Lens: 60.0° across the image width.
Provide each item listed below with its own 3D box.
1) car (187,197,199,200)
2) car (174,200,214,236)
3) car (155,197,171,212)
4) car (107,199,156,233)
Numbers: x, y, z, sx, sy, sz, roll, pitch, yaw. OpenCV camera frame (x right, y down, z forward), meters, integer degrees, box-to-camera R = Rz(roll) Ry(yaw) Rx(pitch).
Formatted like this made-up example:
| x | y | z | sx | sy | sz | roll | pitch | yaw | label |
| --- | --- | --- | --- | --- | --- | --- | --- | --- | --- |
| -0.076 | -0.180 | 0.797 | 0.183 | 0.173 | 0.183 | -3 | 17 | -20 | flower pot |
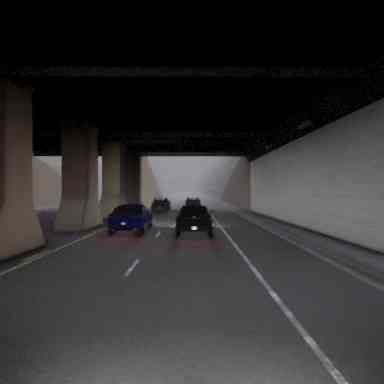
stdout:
| x | y | z | sx | sy | sz | roll | pitch | yaw | label |
| --- | --- | --- | --- | --- | --- | --- | --- | --- | --- |
| 0.124 | 1.320 | 40.541 | 2.128 | 1.511 | 4.902 | 0 | 0 | 0 | car |
| 0.111 | 1.428 | 17.957 | 1.837 | 1.490 | 4.892 | 0 | 0 | 0 | car |
| -3.378 | 1.335 | 36.908 | 2.128 | 1.511 | 4.902 | 0 | 0 | 0 | car |
| -3.390 | 1.397 | 18.905 | 1.882 | 1.535 | 5.008 | 0 | 0 | 0 | car |
